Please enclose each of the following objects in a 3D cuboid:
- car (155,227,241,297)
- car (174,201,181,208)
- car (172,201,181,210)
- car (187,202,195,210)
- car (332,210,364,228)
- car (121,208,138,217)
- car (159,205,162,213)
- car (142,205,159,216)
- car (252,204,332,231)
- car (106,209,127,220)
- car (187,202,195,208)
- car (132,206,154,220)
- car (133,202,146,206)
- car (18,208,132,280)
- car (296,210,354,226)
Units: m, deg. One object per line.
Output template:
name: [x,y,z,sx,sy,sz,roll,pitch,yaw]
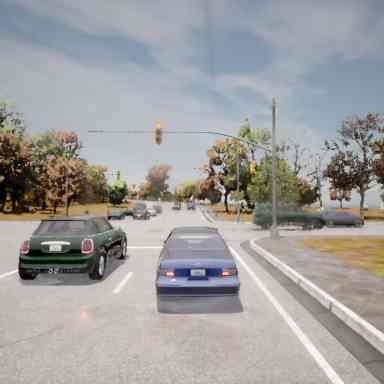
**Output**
car: [0.068,1.646,8.901,2.033,1.411,5.357,0,-1,-1]
car: [-3.833,3.248,87.867,1.837,1.490,4.892,0,0,-4]
car: [-3.712,3.539,77.834,1.895,1.301,4.718,0,0,0]
car: [-0.212,3.467,77.779,1.812,1.442,4.674,0,0,0]
car: [12.993,2.451,29.645,4.181,1.385,1.994,0,-3,-2]
car: [-10.740,3.504,57.478,1.895,1.301,4.718,0,-1,0]
car: [-7.198,3.488,67.979,1.837,1.490,4.892,0,0,0]
car: [-7.237,3.433,57.689,1.812,1.442,4.674,0,-1,0]
car: [7.445,1.933,25.839,5.566,2.045,2.150,0,-3,-1]
car: [-10.762,3.208,47.601,2.033,1.411,5.357,0,-2,-3]
car: [-0.334,3.305,87.961,1.994,1.385,4.181,0,0,-4]
car: [-7.220,3.158,47.798,2.128,1.511,4.902,0,-2,1]
car: [-10.687,3.204,68.235,2.150,2.045,5.566,0,0,0]
car: [-3.444,1.486,10.515,2.097,1.767,4.553,0,-1,0]
car: [13.158,2.525,33.140,5.008,1.535,1.882,0,-3,-1]
